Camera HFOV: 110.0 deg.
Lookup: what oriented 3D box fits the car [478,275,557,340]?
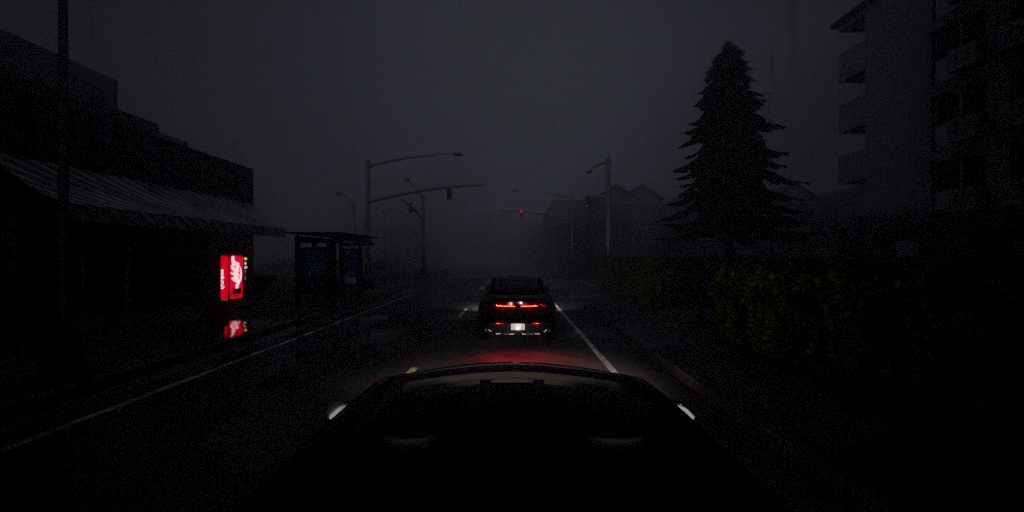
[{"bbox_3d":[0.118,1.255,10.022,1.837,1.490,4.892,0,0,0],"label":"car"}]
